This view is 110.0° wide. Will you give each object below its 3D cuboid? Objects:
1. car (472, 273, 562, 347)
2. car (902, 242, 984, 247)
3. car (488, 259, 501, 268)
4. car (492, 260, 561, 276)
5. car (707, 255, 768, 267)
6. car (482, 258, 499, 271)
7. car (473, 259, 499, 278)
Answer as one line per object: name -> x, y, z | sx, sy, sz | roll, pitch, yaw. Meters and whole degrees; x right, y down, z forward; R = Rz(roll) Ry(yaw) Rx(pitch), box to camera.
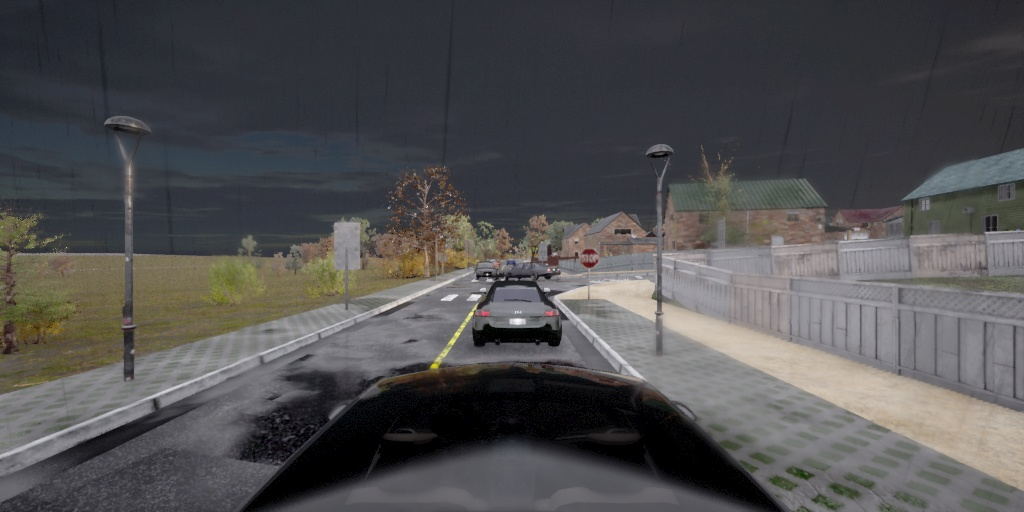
car -> 0.084, 1.313, 9.352 | 1.994, 1.385, 4.181 | 0, 0, -1
car -> 23.842, -0.208, 20.380 | 4.902, 1.511, 2.128 | -3, 0, 14
car -> -2.979, 1.256, 61.125 | 1.882, 1.535, 5.008 | 0, 0, 0
car -> 1.271, 1.198, 28.369 | 5.357, 1.411, 2.033 | -4, -3, 43
car -> 14.336, 0.413, 22.778 | 4.181, 1.385, 1.994 | -3, 0, 16
car -> -2.969, 1.120, 51.088 | 2.097, 1.767, 4.553 | 0, 0, 0
car -> -2.324, 1.257, 31.272 | 1.837, 1.490, 4.892 | 0, 0, -8
